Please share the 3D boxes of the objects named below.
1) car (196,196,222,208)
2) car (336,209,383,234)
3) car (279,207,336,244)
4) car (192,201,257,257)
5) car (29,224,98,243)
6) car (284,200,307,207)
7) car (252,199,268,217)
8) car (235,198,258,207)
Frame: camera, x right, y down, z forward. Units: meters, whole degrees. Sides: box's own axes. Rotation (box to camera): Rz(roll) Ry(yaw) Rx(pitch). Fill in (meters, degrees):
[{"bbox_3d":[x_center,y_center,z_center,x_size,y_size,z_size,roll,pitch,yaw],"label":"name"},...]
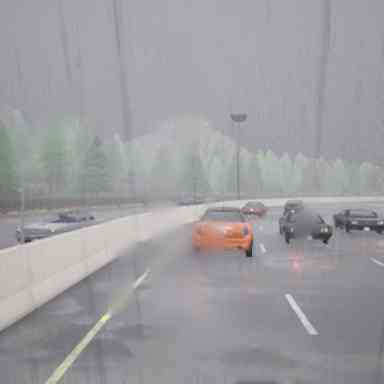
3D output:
[{"bbox_3d":[2.604,1.457,49.993,1.882,1.535,5.008,0,0,29],"label":"car"},{"bbox_3d":[9.552,1.626,19.384,1.895,1.301,4.718,0,0,13],"label":"car"},{"bbox_3d":[5.269,1.611,16.047,1.895,1.301,4.718,0,0,10],"label":"car"},{"bbox_3d":[1.319,1.349,13.281,2.097,1.767,4.553,0,0,8],"label":"car"},{"bbox_3d":[-5.741,1.570,15.044,1.895,1.301,4.718,0,0,9],"label":"car"},{"bbox_3d":[10.273,1.524,33.099,1.837,1.490,4.892,0,0,21],"label":"car"},{"bbox_3d":[6.033,1.568,31.749,1.994,1.385,4.181,0,0,20],"label":"car"},{"bbox_3d":[8.822,1.602,53.740,1.895,1.301,4.718,0,0,33],"label":"car"}]
